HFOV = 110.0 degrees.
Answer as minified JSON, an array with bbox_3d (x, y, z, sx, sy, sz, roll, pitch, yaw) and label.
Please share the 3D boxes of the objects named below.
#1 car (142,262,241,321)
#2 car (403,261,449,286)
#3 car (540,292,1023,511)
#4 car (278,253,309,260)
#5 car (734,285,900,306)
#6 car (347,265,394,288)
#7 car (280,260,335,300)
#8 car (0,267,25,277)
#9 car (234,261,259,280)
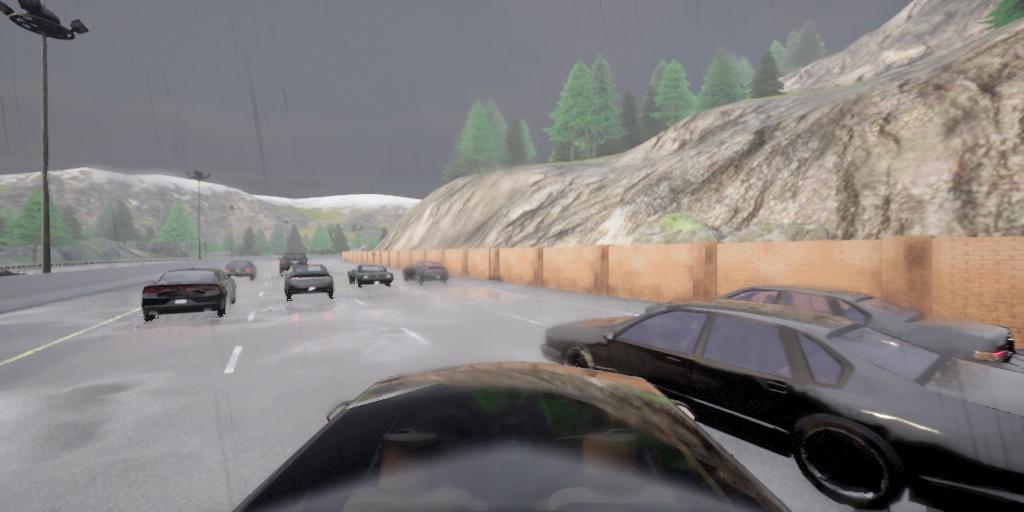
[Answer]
[{"bbox_3d":[-10.859,1.143,12.362,1.882,1.535,5.008,0,0,-33],"label":"car"},{"bbox_3d":[-5.818,1.079,23.873,2.128,1.511,4.902,0,0,-33],"label":"car"},{"bbox_3d":[2.632,1.279,4.455,2.033,1.411,5.357,0,0,-34],"label":"car"},{"bbox_3d":[-19.598,0.732,32.224,2.150,2.045,5.566,0,0,-33],"label":"car"},{"bbox_3d":[5.226,1.265,6.878,2.033,1.411,5.357,0,0,-33],"label":"car"},{"bbox_3d":[-8.848,1.198,22.114,1.895,1.301,4.718,0,0,-33],"label":"car"},{"bbox_3d":[-9.579,1.126,16.813,2.128,1.511,4.902,0,0,-33],"label":"car"},{"bbox_3d":[-27.299,1.212,18.034,1.895,1.301,4.718,0,0,-33],"label":"car"},{"bbox_3d":[-20.507,1.098,27.196,2.033,1.411,5.357,0,0,-33],"label":"car"}]
